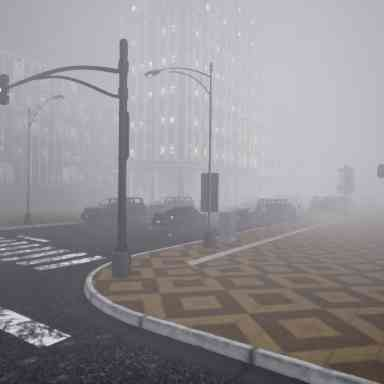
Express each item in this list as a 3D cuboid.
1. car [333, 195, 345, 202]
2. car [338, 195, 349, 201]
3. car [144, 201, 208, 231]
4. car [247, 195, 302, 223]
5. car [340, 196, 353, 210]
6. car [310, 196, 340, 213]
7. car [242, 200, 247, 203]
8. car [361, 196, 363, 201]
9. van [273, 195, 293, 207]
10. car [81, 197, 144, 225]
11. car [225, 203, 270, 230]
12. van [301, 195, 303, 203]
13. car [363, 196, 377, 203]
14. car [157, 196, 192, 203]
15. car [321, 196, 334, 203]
[{"bbox_3d":[36.326,1.570,82.373,1.752,1.417,4.829,1,1,35],"label":"car"},{"bbox_3d":[39.634,1.616,87.037,1.947,1.339,4.313,1,1,35],"label":"car"},{"bbox_3d":[-0.620,1.569,21.119,1.812,1.442,4.674,1,1,35],"label":"car"},{"bbox_3d":[6.804,1.409,26.922,2.192,1.841,5.009,1,0,35],"label":"car"},{"bbox_3d":[20.381,1.437,46.281,2.192,1.841,5.009,1,0,35],"label":"car"},{"bbox_3d":[15.392,1.427,39.160,2.192,1.841,5.009,1,0,35],"label":"car"},{"bbox_3d":[7.776,1.430,42.247,1.967,1.590,4.097,1,0,35],"label":"car"},{"bbox_3d":[44.108,1.655,84.157,2.128,1.511,4.902,1,1,35],"label":"car"},{"bbox_3d":[13.954,1.345,50.841,1.690,1.788,3.998,1,0,35],"label":"van"},{"bbox_3d":[-5.412,1.275,23.770,2.192,1.841,5.009,1,0,35],"label":"car"},{"bbox_3d":[3.306,1.668,21.999,1.802,1.307,4.206,1,0,35],"label":"car"},{"bbox_3d":[17.165,1.352,55.365,1.690,1.788,3.998,1,0,35],"label":"van"},{"bbox_3d":[39.640,1.598,73.428,1.967,1.590,4.097,1,1,35],"label":"car"},{"bbox_3d":[-1.748,1.283,28.934,2.192,1.841,5.009,1,0,35],"label":"car"},{"bbox_3d":[30.003,1.617,73.464,1.802,1.307,4.206,1,1,35],"label":"car"}]
